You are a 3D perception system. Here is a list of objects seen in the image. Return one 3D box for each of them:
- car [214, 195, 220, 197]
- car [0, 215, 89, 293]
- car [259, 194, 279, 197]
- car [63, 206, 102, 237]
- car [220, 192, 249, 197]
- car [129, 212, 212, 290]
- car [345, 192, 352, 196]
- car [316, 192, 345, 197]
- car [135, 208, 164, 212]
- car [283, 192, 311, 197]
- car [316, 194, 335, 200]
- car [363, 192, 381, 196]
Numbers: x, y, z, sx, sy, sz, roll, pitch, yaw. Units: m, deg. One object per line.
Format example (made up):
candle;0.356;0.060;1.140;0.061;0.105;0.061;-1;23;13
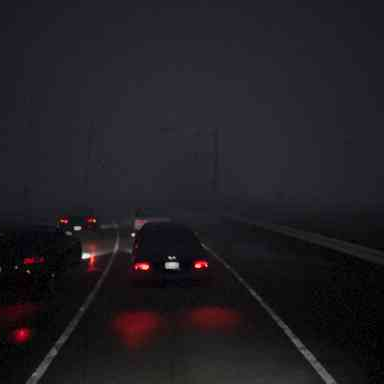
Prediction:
car;6.708;1.093;72.256;4.553;1.767;2.097;0;0;-20
car;-4.229;1.532;8.716;1.994;1.385;4.181;0;0;-6
car;14.146;1.119;63.826;4.553;1.767;2.097;0;0;-19
car;-5.723;1.463;17.323;1.812;1.442;4.674;0;0;-13
car;9.352;0.973;69.491;5.566;2.045;2.150;0;0;-20
car;-0.715;1.514;9.165;2.033;1.411;5.357;0;0;-7
car;38.034;0.920;83.433;5.566;2.045;2.150;0;0;-38
car;28.460;0.972;69.310;5.566;2.045;2.150;0;0;-23
car;-2.412;1.533;18.663;1.895;1.301;4.718;0;0;-12
car;24.129;0.952;75.021;5.566;2.045;2.150;0;0;-23
car;33.997;1.213;84.746;4.902;1.511;2.128;0;0;-34
car;42.089;0.940;77.706;5.566;2.045;2.150;0;0;-38
